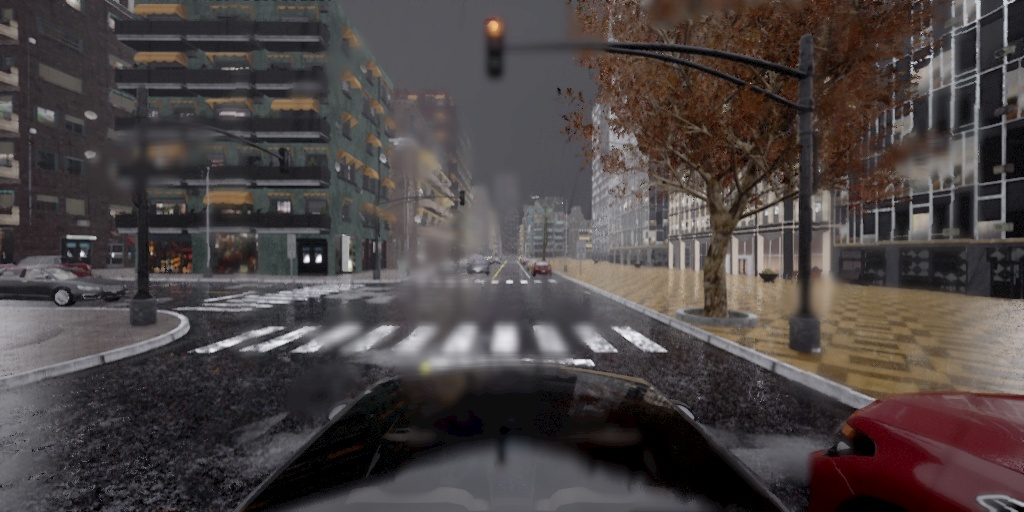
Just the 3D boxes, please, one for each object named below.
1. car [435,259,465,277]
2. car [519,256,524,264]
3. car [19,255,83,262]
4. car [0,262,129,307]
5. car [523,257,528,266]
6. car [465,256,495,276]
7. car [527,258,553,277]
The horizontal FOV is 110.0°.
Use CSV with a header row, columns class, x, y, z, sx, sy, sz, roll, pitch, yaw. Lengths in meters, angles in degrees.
class,x,y,z,sx,sy,sz,roll,pitch,yaw
car,-5.721,1.109,32.271,2.007,1.370,4.403,0,0,0
car,2.631,0.987,59.942,1.802,1.307,4.207,0,0,0
car,-27.642,0.707,21.099,4.097,1.591,1.967,0,0,-1
car,-16.447,1.017,12.843,4.403,1.370,2.007,0,0,-1
car,2.647,1.021,43.515,1.751,1.417,4.829,0,0,0
car,-3.035,1.038,34.308,2.128,1.511,4.902,0,0,0
car,2.659,1.104,32.279,1.888,1.381,4.507,0,0,0
